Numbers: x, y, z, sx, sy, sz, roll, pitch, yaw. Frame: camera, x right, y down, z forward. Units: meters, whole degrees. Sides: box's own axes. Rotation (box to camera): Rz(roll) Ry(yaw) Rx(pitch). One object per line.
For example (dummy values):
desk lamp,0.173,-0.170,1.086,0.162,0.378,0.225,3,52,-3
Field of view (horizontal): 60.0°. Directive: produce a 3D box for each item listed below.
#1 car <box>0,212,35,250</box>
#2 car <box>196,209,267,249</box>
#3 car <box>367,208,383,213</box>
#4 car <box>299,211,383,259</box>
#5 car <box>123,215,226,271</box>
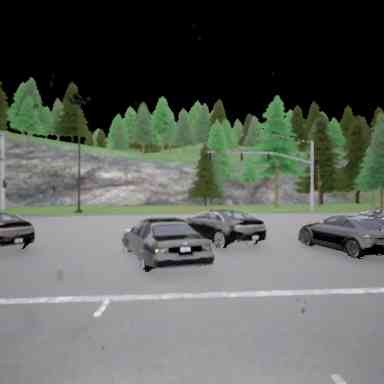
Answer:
car,-8.257,1.504,12.922,4.902,1.511,2.128,0,-1,29
car,1.082,1.506,14.625,2.128,1.511,4.902,1,0,-32
car,8.838,1.506,15.462,2.128,1.511,4.902,0,0,-22
car,5.976,1.577,12.844,1.994,1.385,4.181,0,0,-15
car,-1.027,1.558,11.096,2.033,1.411,5.357,0,0,-20
